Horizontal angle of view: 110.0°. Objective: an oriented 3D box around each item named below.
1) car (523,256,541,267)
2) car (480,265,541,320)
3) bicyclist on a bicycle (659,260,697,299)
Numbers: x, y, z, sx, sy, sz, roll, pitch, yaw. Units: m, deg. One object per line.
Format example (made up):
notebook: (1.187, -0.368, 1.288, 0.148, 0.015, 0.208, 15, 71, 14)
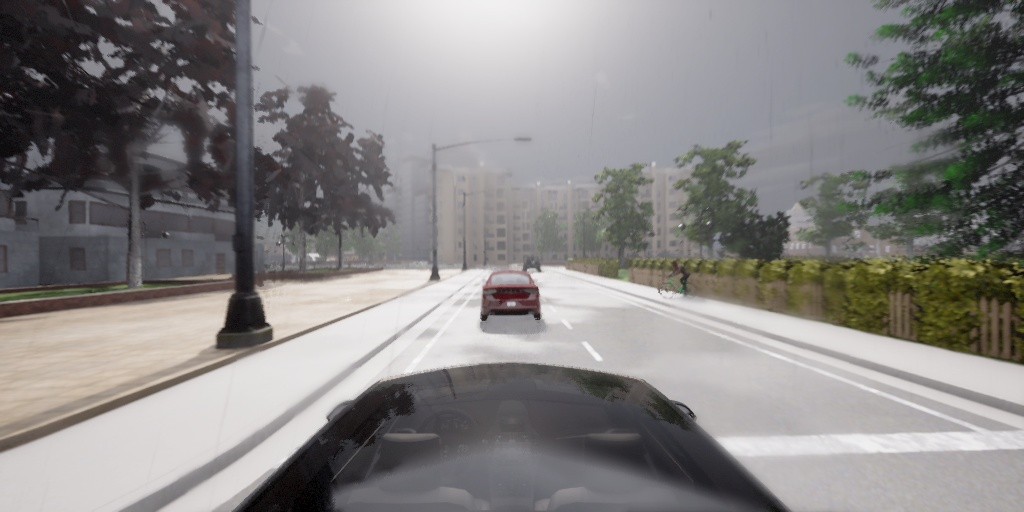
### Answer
car: (2.673, 1.033, 48.547, 2.150, 2.045, 5.566, -1, 0, -1)
car: (-0.079, 1.246, 12.842, 1.882, 1.535, 5.008, -1, 0, -1)
bicyclist on a bicycle: (7.081, 1.012, 15.298, 1.656, 1.620, 0.582, 0, 0, -1)
